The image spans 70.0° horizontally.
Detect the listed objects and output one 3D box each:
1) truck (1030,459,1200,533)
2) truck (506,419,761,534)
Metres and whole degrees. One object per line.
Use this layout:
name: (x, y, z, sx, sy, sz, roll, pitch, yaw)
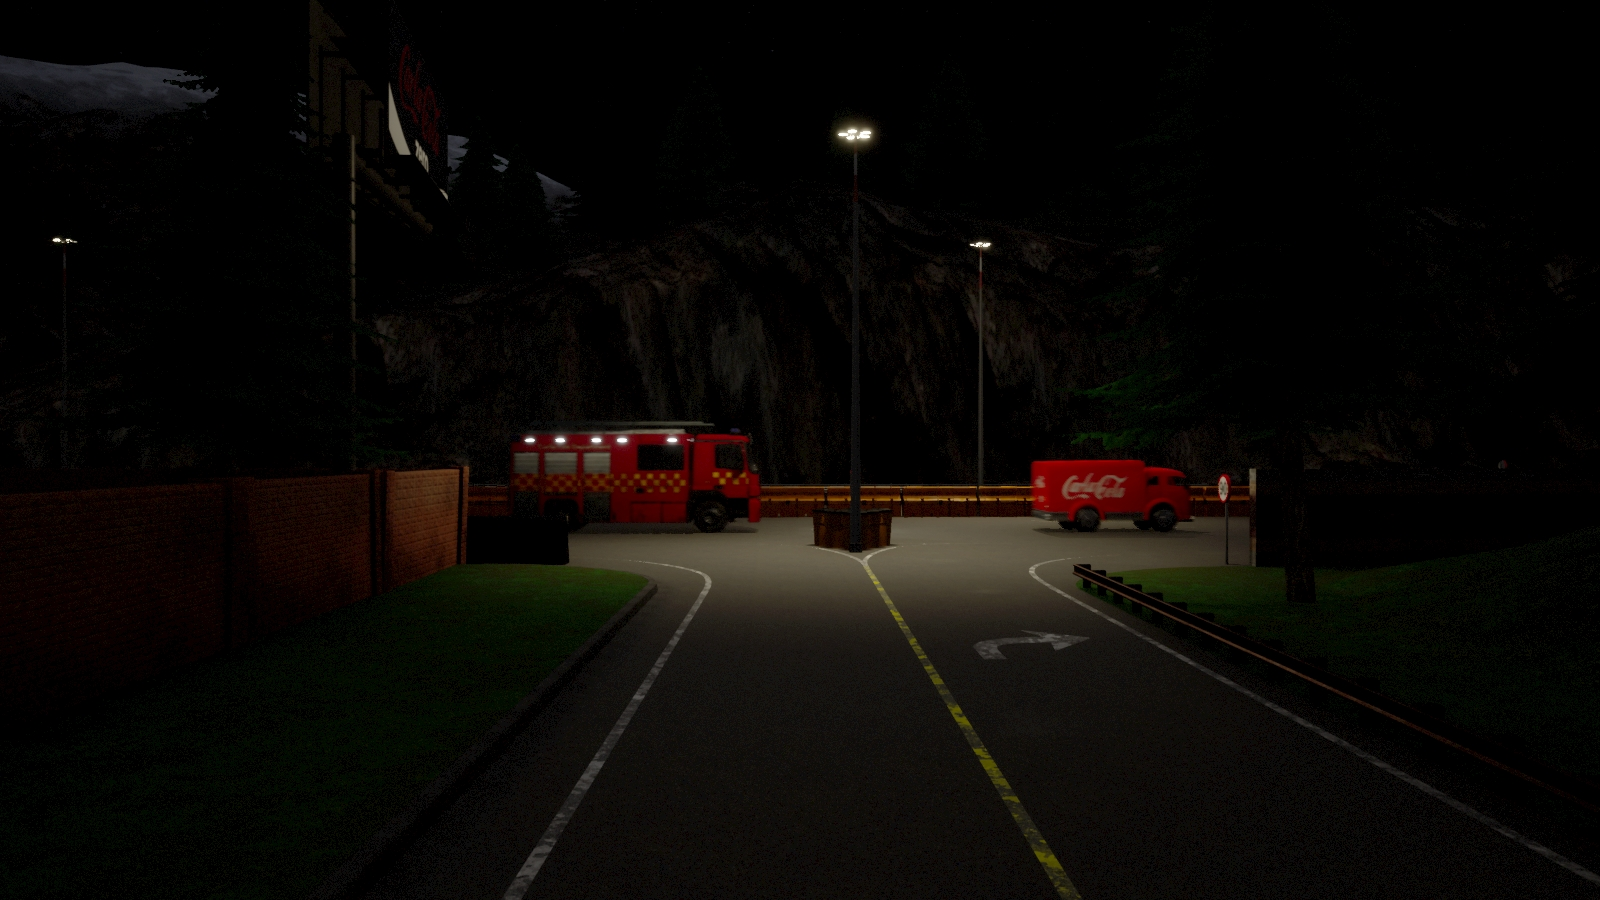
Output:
truck: (10.934, 1.570, 39.985, 5.204, 2.467, 2.627, 0, 0, -1)
truck: (-5.615, 0.891, 39.643, 8.468, 3.827, 2.891, 0, 0, -1)
